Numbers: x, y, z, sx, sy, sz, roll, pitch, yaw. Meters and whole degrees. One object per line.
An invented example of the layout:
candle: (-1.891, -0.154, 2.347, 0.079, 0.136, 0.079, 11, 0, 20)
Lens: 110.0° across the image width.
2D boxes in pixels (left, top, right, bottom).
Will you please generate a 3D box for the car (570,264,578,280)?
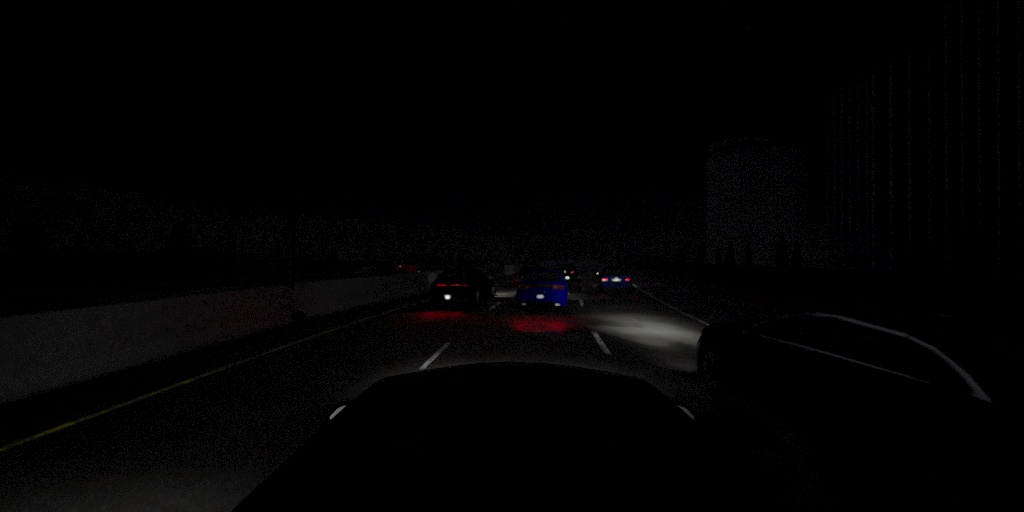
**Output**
car: (4.970, 1.409, 32.714, 2.033, 1.411, 5.357, 0, 0, 12)

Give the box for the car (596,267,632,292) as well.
car: (6.259, 1.368, 22.123, 2.033, 1.411, 5.357, 0, 0, 12)

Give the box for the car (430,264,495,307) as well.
car: (-2.030, 1.280, 15.773, 1.837, 1.490, 4.892, 0, 0, 9)

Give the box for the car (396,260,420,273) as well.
car: (-11.824, 1.192, 38.701, 2.097, 1.767, 4.553, 0, 0, 12)

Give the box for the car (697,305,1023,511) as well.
car: (3.762, 1.257, 3.676, 2.128, 1.511, 4.902, 0, 0, 2)

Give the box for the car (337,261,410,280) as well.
car: (-8.343, 1.254, 21.532, 1.882, 1.535, 5.008, 0, 0, 11)

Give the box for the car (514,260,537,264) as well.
car: (1.825, 1.388, 34.762, 1.812, 1.442, 4.674, 0, 0, 12)

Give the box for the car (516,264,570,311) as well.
car: (1.346, 1.259, 14.844, 1.882, 1.535, 5.008, 0, 0, 9)

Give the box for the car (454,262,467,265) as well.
car: (-6.513, 1.461, 46.594, 1.994, 1.385, 4.181, 0, 0, 13)
